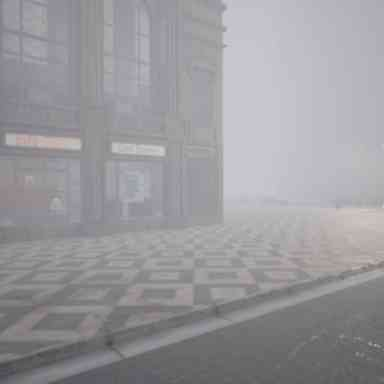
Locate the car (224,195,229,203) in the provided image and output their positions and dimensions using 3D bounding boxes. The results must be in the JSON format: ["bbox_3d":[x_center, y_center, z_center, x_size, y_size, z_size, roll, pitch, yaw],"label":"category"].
[{"bbox_3d":[4.819,1.144,55.429,1.967,1.590,4.097,-1,0,-36],"label":"car"}]

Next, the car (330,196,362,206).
[{"bbox_3d":[21.699,1.204,46.776,1.947,1.339,4.313,-1,0,-36],"label":"car"}]

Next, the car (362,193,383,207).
[{"bbox_3d":[25.024,0.956,42.220,2.192,1.841,5.009,-1,0,-36],"label":"car"}]

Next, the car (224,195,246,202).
[{"bbox_3d":[8.392,1.212,64.994,1.802,1.307,4.206,-1,0,-36],"label":"car"}]

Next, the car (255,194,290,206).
[{"bbox_3d":[11.473,1.252,46.322,1.887,1.381,4.507,-1,0,-36],"label":"car"}]

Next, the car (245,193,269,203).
[{"bbox_3d":[11.719,1.073,60.438,1.967,1.590,4.097,-1,0,-36],"label":"car"}]

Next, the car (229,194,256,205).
[{"bbox_3d":[8.147,1.288,50.876,1.802,1.307,4.206,-1,0,-36],"label":"car"}]
